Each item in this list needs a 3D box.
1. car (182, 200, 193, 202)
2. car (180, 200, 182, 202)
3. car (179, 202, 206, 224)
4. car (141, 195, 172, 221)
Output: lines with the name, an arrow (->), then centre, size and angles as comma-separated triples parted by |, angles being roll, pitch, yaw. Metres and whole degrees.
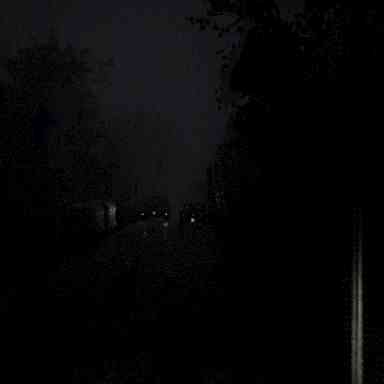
car -> 0.035, 1.838, 41.699 | 1.895, 1.301, 4.718 | 0, -1, 0
car -> -1.546, 2.320, 68.740 | 2.033, 1.411, 5.357 | 0, -1, 5
car -> 0.046, 1.636, 24.730 | 1.895, 1.301, 4.718 | 0, 0, 0
car -> -2.915, 1.288, 28.276 | 2.150, 2.045, 5.566 | 0, -1, 0
